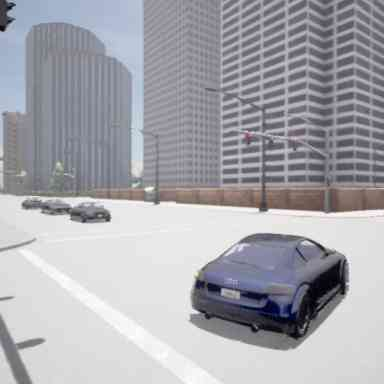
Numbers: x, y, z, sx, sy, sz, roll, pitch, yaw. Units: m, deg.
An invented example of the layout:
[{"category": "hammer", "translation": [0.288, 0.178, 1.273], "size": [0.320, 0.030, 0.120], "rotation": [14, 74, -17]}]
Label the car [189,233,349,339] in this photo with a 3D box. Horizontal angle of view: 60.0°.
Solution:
[{"category": "car", "translation": [1.785, 1.536, 6.753], "size": [1.994, 1.385, 4.181], "rotation": [1, 1, 36]}]

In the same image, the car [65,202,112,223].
[{"category": "car", "translation": [-7.494, 1.437, 24.465], "size": [1.994, 1.385, 4.181], "rotation": [0, 0, -36]}]

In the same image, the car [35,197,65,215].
[{"category": "car", "translation": [-13.071, 1.376, 31.891], "size": [2.033, 1.411, 5.357], "rotation": [0, 0, -37]}]

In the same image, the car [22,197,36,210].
[{"category": "car", "translation": [-19.022, 1.344, 39.842], "size": [1.994, 1.385, 4.181], "rotation": [0, 0, -37]}]
